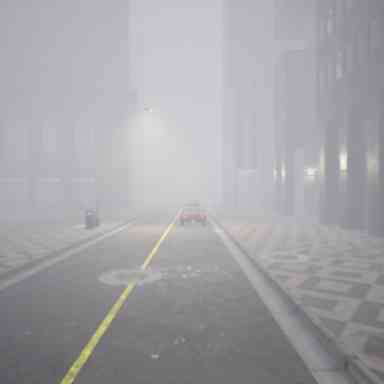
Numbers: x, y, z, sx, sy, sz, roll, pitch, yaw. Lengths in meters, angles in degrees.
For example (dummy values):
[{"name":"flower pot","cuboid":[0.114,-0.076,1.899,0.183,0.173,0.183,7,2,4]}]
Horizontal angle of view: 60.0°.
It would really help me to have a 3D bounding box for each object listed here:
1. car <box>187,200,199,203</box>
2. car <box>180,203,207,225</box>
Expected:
[{"name":"car","cuboid":[0.095,1.785,41.399,2.128,1.511,4.902,0,-1,0]},{"name":"car","cuboid":[0.098,1.778,25.527,1.895,1.301,4.718,0,0,0]}]
